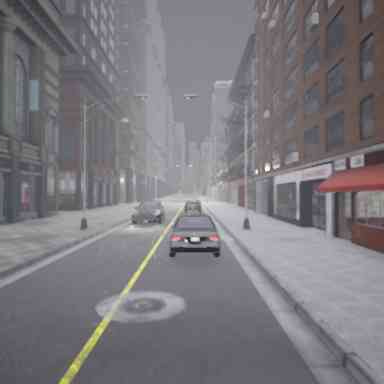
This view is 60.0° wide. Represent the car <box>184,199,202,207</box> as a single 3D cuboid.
[{"bbox_3d":[0.099,1.529,38.511,2.128,1.511,4.902,0,0,0],"label":"car"}]

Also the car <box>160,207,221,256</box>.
[{"bbox_3d":[0.100,1.556,13.118,2.033,1.411,5.357,0,0,0],"label":"car"}]

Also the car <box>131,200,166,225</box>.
[{"bbox_3d":[-3.096,1.371,24.467,2.097,1.767,4.553,0,0,0],"label":"car"}]
